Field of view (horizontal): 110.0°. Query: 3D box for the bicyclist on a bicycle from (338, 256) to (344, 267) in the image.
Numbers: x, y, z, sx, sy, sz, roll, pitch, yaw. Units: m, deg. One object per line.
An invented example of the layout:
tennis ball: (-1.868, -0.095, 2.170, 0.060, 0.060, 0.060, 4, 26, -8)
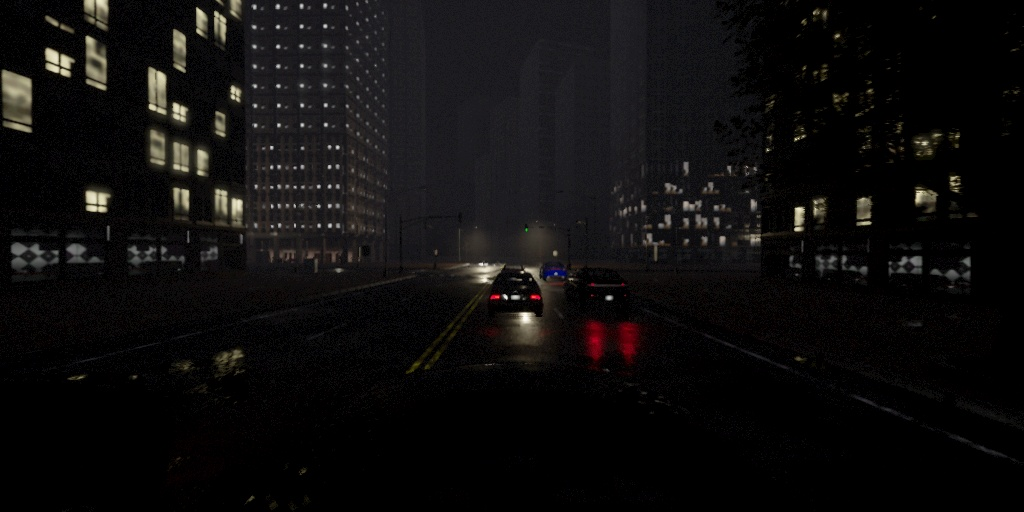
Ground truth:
bicyclist on a bicycle: (-24.710, 0.807, 51.775, 0.582, 1.620, 1.656, 0, 1, 1)

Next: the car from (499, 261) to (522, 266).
car: (0.099, 1.316, 28.166, 1.895, 1.301, 4.718, 0, 0, 0)

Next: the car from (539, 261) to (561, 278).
car: (3.347, 1.190, 29.711, 1.882, 1.535, 5.008, 0, 0, 0)

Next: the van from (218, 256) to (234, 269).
van: (-33.938, 0.913, 40.684, 3.998, 1.789, 1.690, 0, 0, 1)

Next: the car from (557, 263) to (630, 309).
car: (3.350, 1.228, 14.770, 2.128, 1.511, 4.902, 0, 0, 0)

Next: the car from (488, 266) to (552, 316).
car: (0.100, 1.285, 13.265, 2.033, 1.411, 5.357, 0, 0, 0)

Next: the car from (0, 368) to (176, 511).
car: (-3.350, 1.257, 0.521, 1.837, 1.490, 4.892, 0, 0, 0)
